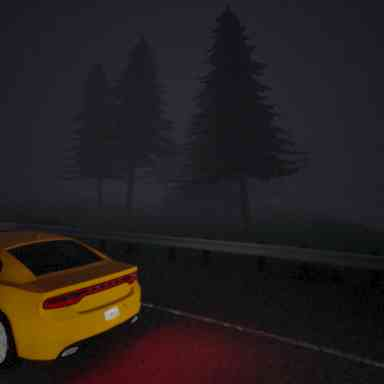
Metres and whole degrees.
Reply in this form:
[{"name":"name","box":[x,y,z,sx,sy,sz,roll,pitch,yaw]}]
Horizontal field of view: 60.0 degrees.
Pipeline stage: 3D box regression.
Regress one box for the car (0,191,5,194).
[{"name":"car","box":[-42.620,0.602,74.747,2.097,1.767,4.553,0,0,5]}]

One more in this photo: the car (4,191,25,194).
[{"name":"car","box":[-39.114,0.794,74.784,2.128,1.511,4.902,0,0,5]}]

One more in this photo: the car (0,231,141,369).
[{"name":"car","box":[-3.170,1.421,5.672,5.008,1.535,1.882,1,1,31]}]
